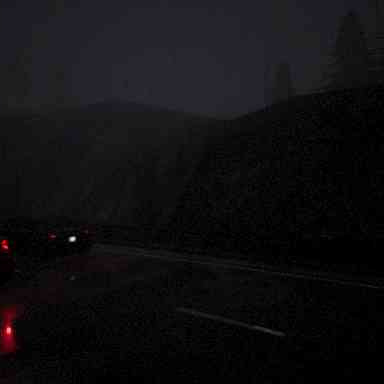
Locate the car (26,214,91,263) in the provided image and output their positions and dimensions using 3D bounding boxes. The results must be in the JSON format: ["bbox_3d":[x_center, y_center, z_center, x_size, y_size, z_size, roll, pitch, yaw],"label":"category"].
[{"bbox_3d":[-5.536,1.479,11.654,4.181,1.385,1.994,0,1,31],"label":"car"}]

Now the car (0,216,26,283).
[{"bbox_3d":[-6.478,1.311,8.118,4.553,1.767,2.097,0,1,31],"label":"car"}]
